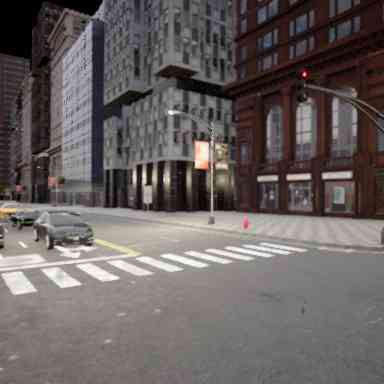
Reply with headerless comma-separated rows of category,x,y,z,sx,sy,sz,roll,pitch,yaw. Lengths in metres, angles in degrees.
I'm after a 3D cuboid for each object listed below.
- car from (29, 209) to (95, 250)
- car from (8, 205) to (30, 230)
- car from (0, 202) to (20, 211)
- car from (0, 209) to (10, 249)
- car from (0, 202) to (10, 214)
car,-6.005,1.656,15.392,1.837,1.490,4.892,0,-1,-34
car,-11.228,1.837,23.039,1.895,1.301,4.718,0,-1,-34
car,-17.299,1.834,31.946,1.882,1.535,5.008,0,-1,-34
car,-9.472,1.647,14.705,1.837,1.490,4.892,0,-1,-34
car,-26.025,2.092,44.881,2.128,1.511,4.902,0,-1,-34
